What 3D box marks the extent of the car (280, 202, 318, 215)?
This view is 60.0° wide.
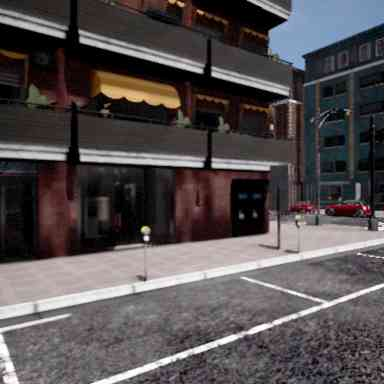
[{"bbox_3d":[11.202,1.690,35.151,1.802,1.307,4.206,-1,0,-35],"label":"car"}]

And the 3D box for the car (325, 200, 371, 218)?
[{"bbox_3d":[14.389,1.480,30.612,1.967,1.590,4.097,-1,0,-35],"label":"car"}]
